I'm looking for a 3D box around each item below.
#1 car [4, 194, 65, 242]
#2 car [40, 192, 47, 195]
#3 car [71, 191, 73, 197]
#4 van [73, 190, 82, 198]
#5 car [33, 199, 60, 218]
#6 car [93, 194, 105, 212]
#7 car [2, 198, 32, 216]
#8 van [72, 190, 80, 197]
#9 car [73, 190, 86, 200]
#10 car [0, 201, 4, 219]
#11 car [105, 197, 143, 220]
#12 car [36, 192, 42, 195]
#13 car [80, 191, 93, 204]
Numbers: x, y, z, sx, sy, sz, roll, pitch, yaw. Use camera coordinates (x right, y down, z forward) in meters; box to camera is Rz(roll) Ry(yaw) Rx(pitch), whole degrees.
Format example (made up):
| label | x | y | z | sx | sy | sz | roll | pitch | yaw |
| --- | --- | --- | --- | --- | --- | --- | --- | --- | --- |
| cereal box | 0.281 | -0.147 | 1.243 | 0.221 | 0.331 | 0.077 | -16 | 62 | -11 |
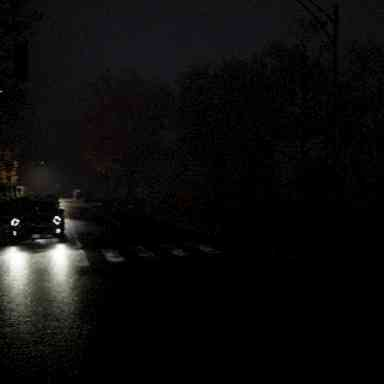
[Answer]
| label | x | y | z | sx | sy | sz | roll | pitch | yaw |
| --- | --- | --- | --- | --- | --- | --- | --- | --- | --- |
| car | -7.118 | 1.192 | 15.560 | 2.097 | 1.767 | 4.553 | -1 | 1 | -21 |
| car | -18.120 | 1.075 | 42.653 | 1.812 | 1.442 | 4.674 | -1 | 1 | -22 |
| car | -25.577 | 0.594 | 75.030 | 1.967 | 1.590 | 4.097 | -2 | 1 | -22 |
| van | -27.735 | 0.441 | 80.293 | 1.690 | 1.788 | 3.998 | -2 | 1 | -22 |
| car | -12.228 | 1.305 | 28.184 | 1.895 | 1.301 | 4.718 | -1 | 1 | -22 |
| car | -8.332 | 1.136 | 32.920 | 1.887 | 1.381 | 4.507 | -2 | 1 | -22 |
| car | -15.625 | 1.279 | 29.938 | 1.947 | 1.339 | 4.313 | -2 | 1 | -22 |
| van | -29.890 | 0.388 | 85.557 | 1.690 | 1.788 | 3.998 | -2 | 1 | -22 |
| car | -21.269 | 0.576 | 64.500 | 2.192 | 1.841 | 5.009 | -2 | 1 | -22 |
| car | -13.472 | 1.335 | 24.675 | 1.947 | 1.339 | 4.313 | -2 | 1 | -22 |
| car | -4.987 | 1.117 | 24.887 | 1.967 | 1.590 | 4.097 | -2 | 1 | -22 |
| car | -28.557 | 0.934 | 61.523 | 2.008 | 1.369 | 4.403 | -2 | 1 | -22 |
| car | -14.798 | 0.991 | 48.713 | 1.947 | 1.339 | 4.313 | -2 | 1 | -22 |
